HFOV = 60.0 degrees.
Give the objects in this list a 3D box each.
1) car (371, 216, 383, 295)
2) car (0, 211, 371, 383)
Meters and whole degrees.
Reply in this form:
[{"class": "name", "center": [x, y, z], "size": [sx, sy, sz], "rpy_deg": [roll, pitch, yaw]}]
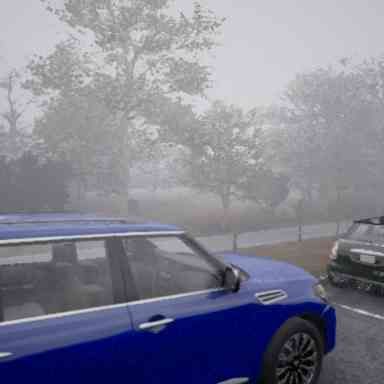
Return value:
[{"class": "car", "center": [5.297, 1.336, 7.833], "size": [4.553, 1.767, 2.185], "rpy_deg": [-1, 0, -33]}, {"class": "car", "center": [-0.933, 1.226, 3.387], "size": [5.566, 2.045, 2.435], "rpy_deg": [0, 0, -33]}]
